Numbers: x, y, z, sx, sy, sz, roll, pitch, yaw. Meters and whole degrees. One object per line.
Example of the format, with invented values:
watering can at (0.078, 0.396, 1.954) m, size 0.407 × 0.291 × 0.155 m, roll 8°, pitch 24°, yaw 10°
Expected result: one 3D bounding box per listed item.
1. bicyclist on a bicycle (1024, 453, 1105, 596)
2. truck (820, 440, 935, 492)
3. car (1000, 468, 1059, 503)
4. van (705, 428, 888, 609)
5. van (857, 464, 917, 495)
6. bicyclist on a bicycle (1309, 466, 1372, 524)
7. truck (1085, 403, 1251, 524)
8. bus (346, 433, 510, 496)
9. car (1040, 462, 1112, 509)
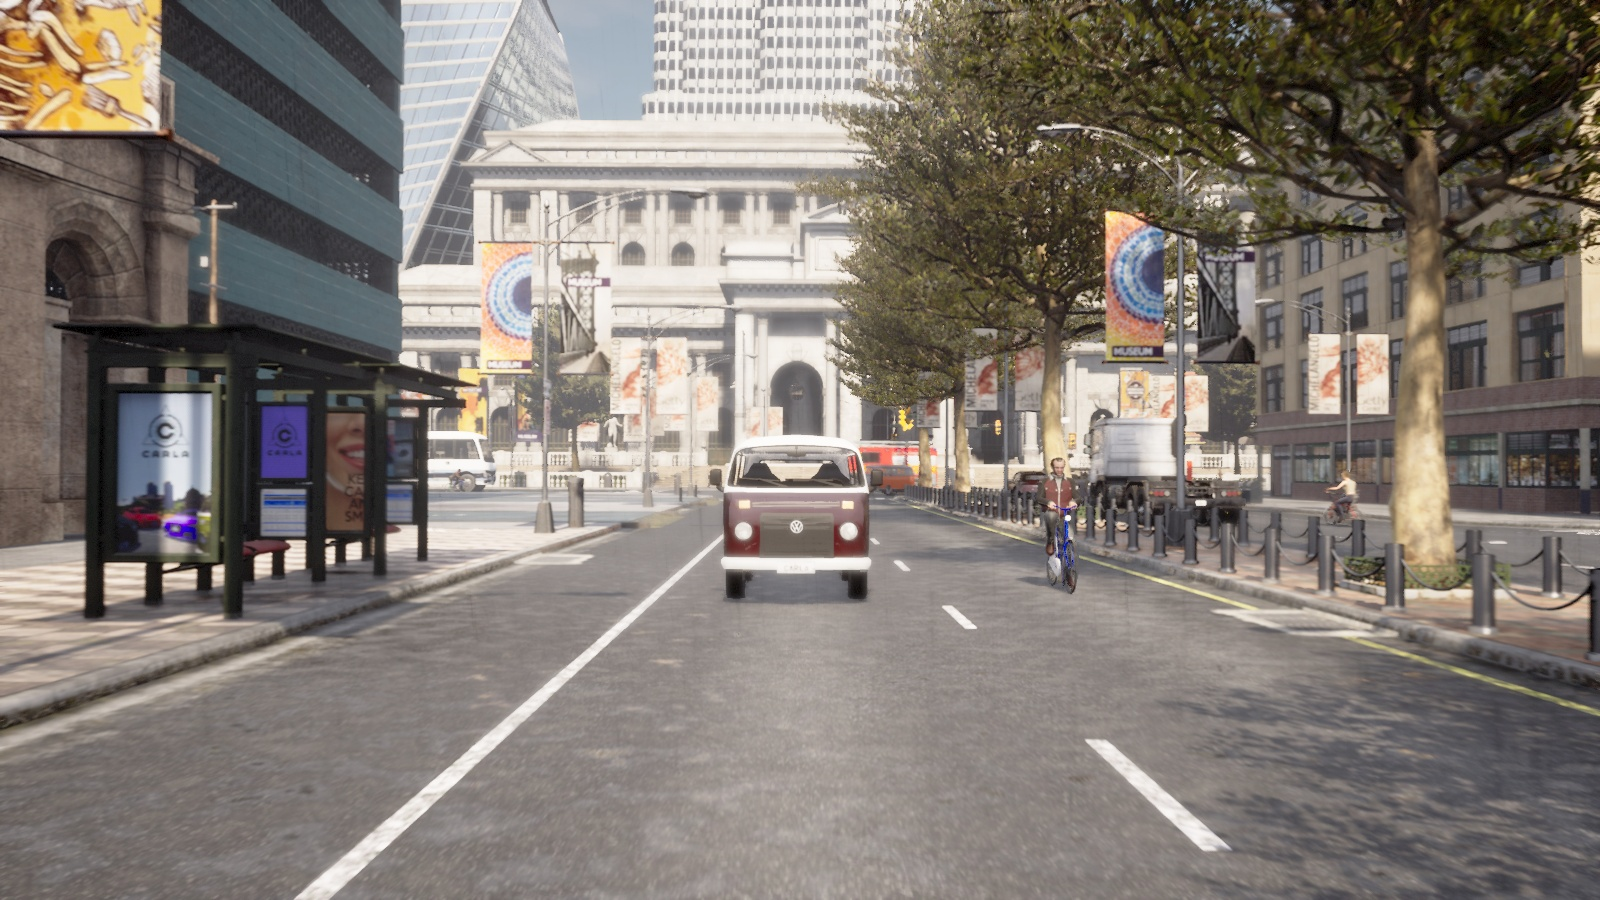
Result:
bicyclist on a bicycle at (3.459, 0.949, 16.579) m, size 0.659 × 1.776 × 1.843 m, roll 0°, pitch -1°, yaw 0°
truck at (5.806, 1.214, 94.842) m, size 8.468 × 3.827 × 2.891 m, roll 0°, pitch -1°, yaw 0°
car at (11.300, 1.740, 62.132) m, size 2.033 × 1.649 × 4.856 m, roll 0°, pitch -1°, yaw 0°
van at (-0.042, 0.814, 16.501) m, size 2.069 × 2.038 × 4.480 m, roll 0°, pitch -1°, yaw 0°
van at (5.776, 1.933, 83.017) m, size 1.775 × 1.987 × 4.442 m, roll -1°, pitch -1°, yaw 37°
bicyclist on a bicycle at (15.727, 1.300, 36.571) m, size 0.866 × 1.612 × 1.509 m, roll 2°, pitch -2°, yaw -19°
truck at (11.399, 0.454, 39.824) m, size 2.891 × 3.462 × 7.936 m, roll 0°, pitch -1°, yaw 0°
bus at (-25.905, 1.013, 87.882) m, size 10.273 × 4.253 × 3.944 m, roll 0°, pitch -1°, yaw 0°
car at (11.373, 1.458, 52.069) m, size 1.932 × 1.855 × 4.605 m, roll 0°, pitch -1°, yaw 0°
